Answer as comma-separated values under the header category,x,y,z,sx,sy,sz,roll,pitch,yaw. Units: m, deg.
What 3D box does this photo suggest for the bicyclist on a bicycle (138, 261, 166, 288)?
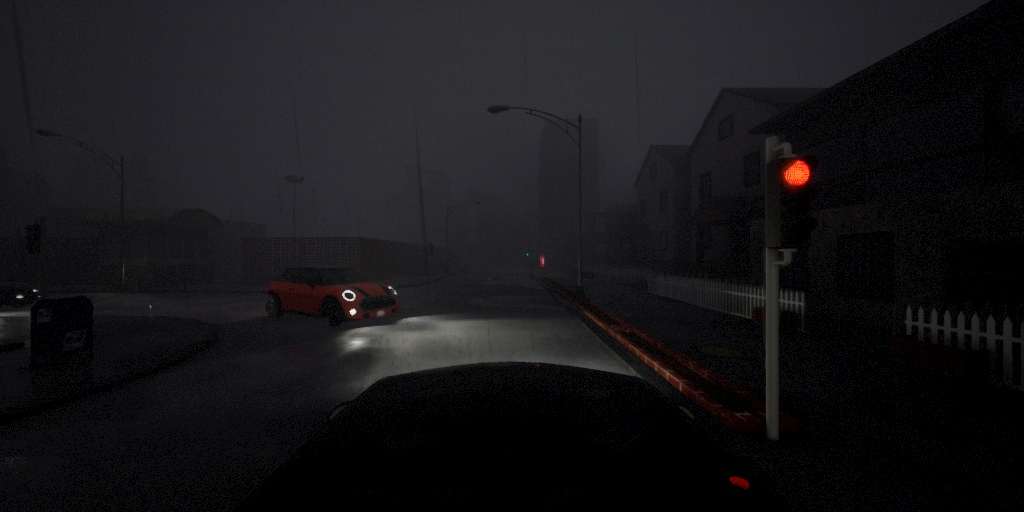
category,x,y,z,sx,sy,sz,roll,pitch,yaw
bicyclist on a bicycle,-21.736,1.099,21.663,0.582,1.620,1.656,0,0,0

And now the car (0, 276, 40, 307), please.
category,x,y,z,sx,sy,sz,roll,pitch,yaw
car,-20.612,1.254,13.268,4.892,1.490,1.837,0,0,0

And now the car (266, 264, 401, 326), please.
category,x,y,z,sx,sy,sz,roll,pitch,yaw
car,-5.808,1.102,11.647,4.553,1.767,2.097,0,0,29
